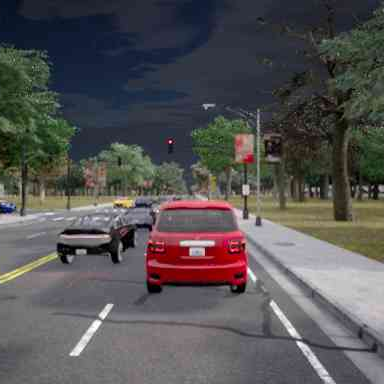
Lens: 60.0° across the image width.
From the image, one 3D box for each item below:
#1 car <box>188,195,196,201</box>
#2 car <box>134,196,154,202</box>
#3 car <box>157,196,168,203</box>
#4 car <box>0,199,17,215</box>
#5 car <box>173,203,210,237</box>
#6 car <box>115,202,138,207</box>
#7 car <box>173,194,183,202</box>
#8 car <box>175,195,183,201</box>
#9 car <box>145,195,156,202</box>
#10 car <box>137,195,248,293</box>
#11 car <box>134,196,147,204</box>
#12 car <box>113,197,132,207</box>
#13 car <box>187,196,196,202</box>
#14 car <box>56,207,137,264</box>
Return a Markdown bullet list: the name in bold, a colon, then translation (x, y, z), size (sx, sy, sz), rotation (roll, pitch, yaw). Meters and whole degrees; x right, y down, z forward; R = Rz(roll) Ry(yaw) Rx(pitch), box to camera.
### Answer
- **car**: translation (-0.062, 1.478, 86.813), size (2.128, 1.511, 4.902), rotation (0, 0, 0)
- **car**: translation (-6.630, 1.622, 46.071), size (1.895, 1.301, 4.718), rotation (0, 0, 0)
- **car**: translation (-6.553, 1.591, 74.116), size (2.033, 1.411, 5.357), rotation (0, 0, 0)
- **car**: translation (-20.145, 1.214, 32.367), size (5.566, 2.045, 2.150), rotation (0, 0, 0)
- **car**: translation (-0.012, 1.483, 19.298), size (1.882, 1.535, 5.008), rotation (0, 0, 0)
- **car**: translation (-3.164, 1.570, 20.558), size (1.994, 1.385, 4.181), rotation (0, 0, 0)
- **car**: translation (-3.305, 1.413, 76.782), size (2.097, 1.767, 4.553), rotation (0, 0, 0)
- **car**: translation (-3.312, 1.548, 86.841), size (1.895, 1.301, 4.718), rotation (0, 0, 0)
- **car**: translation (-9.806, 1.493, 78.923), size (1.837, 1.490, 4.892), rotation (0, 0, 0)
- **car**: translation (0.095, 1.223, 8.981), size (2.150, 2.045, 5.566), rotation (0, 0, 0)
- **car**: translation (-9.838, 1.546, 63.710), size (1.837, 1.490, 4.892), rotation (0, 0, 0)
- **car**: translation (-9.871, 1.500, 47.517), size (1.882, 1.535, 5.008), rotation (0, 0, 0)
- **car**: translation (-0.054, 1.597, 76.398), size (2.033, 1.411, 5.357), rotation (0, 0, 0)
- **car**: translation (-3.156, 1.494, 11.895), size (2.128, 1.511, 4.902), rotation (0, 0, 0)
